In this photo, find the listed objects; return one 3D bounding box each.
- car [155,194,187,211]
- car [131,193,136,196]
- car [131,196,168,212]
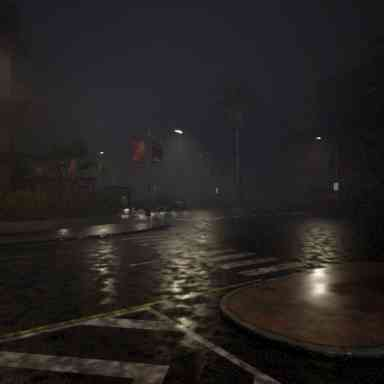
[{"bbox_3d":[-2.878,1.223,41.375,2.150,2.045,5.566,0,0,-35],"label":"car"},{"bbox_3d":[-13.392,1.220,68.456,2.150,2.045,5.566,0,0,-39],"label":"car"},{"bbox_3d":[-5.023,1.525,38.307,1.812,1.442,4.674,0,0,-35],"label":"car"}]
